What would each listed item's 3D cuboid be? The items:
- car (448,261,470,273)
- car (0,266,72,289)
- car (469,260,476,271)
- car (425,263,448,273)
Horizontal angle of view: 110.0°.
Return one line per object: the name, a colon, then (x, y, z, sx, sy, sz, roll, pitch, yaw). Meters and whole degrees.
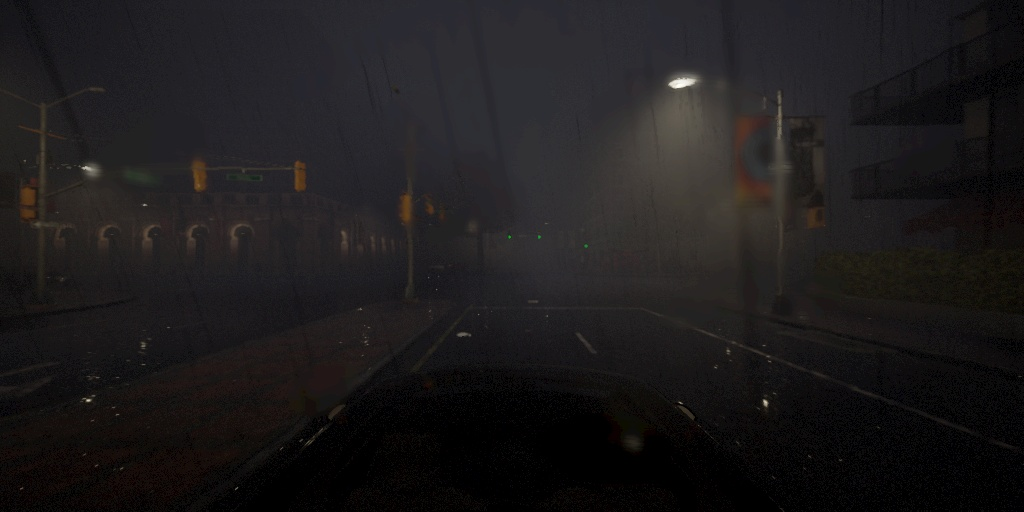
car: (-8.090, 1.790, 54.895, 1.812, 1.442, 4.674, 0, -1, 0)
car: (-33.917, 1.465, 25.082, 4.902, 1.511, 2.128, 0, -1, 0)
car: (-8.039, 1.876, 63.831, 1.812, 1.442, 4.674, 0, -1, 1)
car: (-11.580, 1.792, 55.117, 1.812, 1.442, 4.674, 0, -1, 0)
